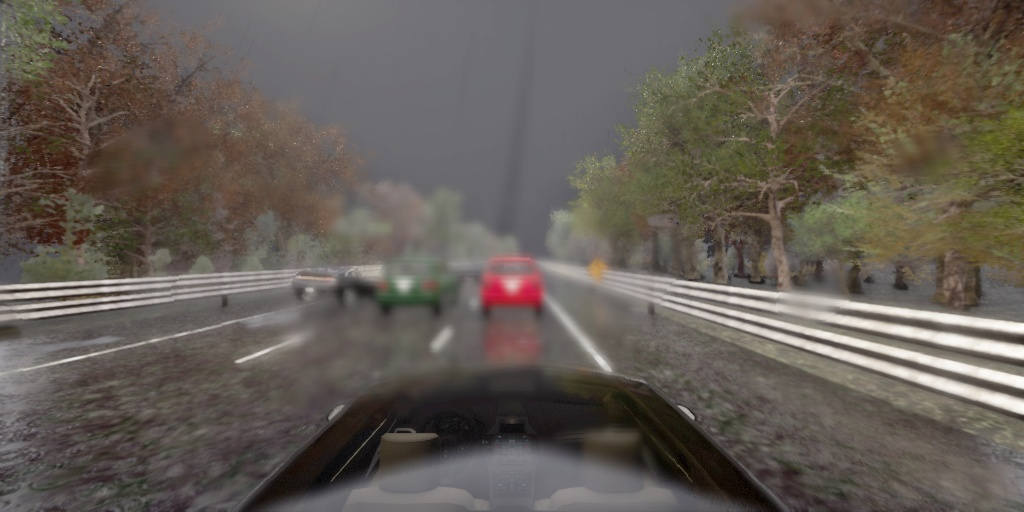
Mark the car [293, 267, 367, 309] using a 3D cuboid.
[{"bbox_3d":[-6.951,1.265,14.953,2.128,1.511,4.902,3,-6,1],"label":"car"}]

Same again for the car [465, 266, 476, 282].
[{"bbox_3d":[-3.262,1.543,30.105,1.837,1.490,4.892,0,0,1],"label":"car"}]

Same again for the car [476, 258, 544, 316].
[{"bbox_3d":[0.047,1.104,14.227,2.150,2.045,5.566,0,0,1],"label":"car"}]

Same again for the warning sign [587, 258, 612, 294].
[{"bbox_3d":[4.622,1.039,18.835,1.300,1.860,1.060,0,0,1],"label":"warning sign"}]

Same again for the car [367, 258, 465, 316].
[{"bbox_3d":[-3.453,1.105,14.240,2.150,2.045,5.566,0,0,1],"label":"car"}]
